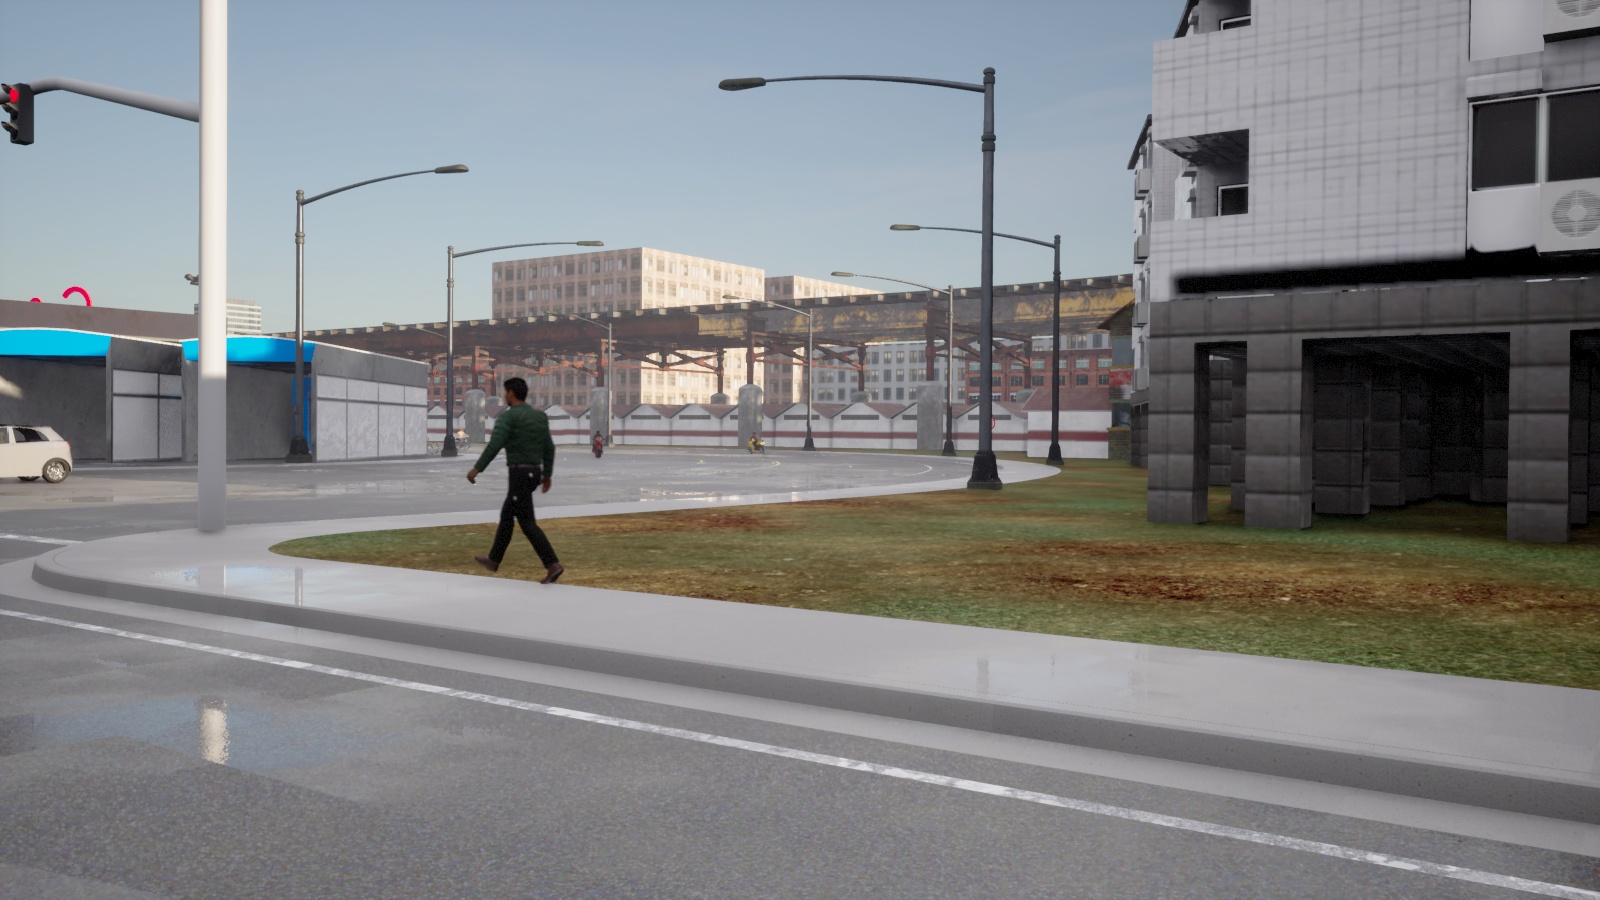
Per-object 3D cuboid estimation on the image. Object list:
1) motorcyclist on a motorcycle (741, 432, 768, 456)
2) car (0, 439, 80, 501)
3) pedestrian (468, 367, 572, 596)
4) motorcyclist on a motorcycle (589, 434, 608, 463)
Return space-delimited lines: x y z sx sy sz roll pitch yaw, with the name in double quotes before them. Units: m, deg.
"motorcyclist on a motorcycle" -3.070 -0.414 84.576 0.797 1.523 2.044 -5 3 -33
"car" -20.440 0.500 31.538 1.845 1.501 3.633 0 1 35
"pedestrian" -2.470 0.266 11.065 0.788 1.949 0.423 0 1 30
"motorcyclist on a motorcycle" -10.739 -0.102 66.869 0.797 1.523 2.044 -1 1 -14
